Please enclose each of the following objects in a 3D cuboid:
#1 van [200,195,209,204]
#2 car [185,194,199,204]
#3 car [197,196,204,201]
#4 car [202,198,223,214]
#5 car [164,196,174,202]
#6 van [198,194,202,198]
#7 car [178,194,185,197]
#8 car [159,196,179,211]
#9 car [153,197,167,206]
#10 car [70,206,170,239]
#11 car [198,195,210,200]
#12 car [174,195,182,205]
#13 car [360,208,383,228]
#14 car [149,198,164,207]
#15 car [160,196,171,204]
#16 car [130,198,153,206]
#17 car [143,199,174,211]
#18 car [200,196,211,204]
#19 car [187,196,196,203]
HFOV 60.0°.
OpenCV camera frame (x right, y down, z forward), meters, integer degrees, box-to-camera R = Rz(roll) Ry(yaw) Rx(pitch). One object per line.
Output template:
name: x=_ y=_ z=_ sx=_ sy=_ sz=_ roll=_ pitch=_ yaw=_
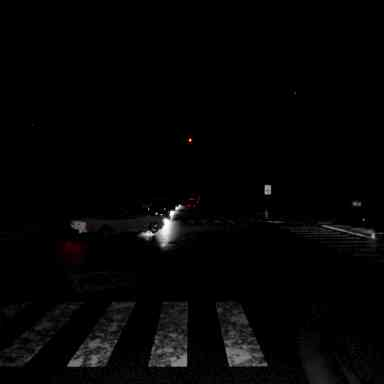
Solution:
van: x=2.498 y=1.449 z=69.152 sx=1.690 sy=1.788 sz=3.998 roll=0 pitch=0 yaw=0
car: x=-0.051 y=1.585 z=63.859 sx=2.128 sy=1.511 sz=4.902 roll=0 pitch=0 yaw=0
car: x=2.152 y=1.693 z=90.056 sx=1.812 sy=1.442 sz=4.674 roll=0 pitch=0 yaw=0
car: x=2.399 y=1.604 z=36.087 sx=1.947 sy=1.339 sz=4.313 roll=0 pitch=0 yaw=0
car: x=-5.493 y=1.690 z=80.197 sx=2.008 sy=1.369 sz=4.403 roll=0 pitch=0 yaw=0
van: x=2.466 y=1.421 z=58.130 sx=1.690 sy=1.788 sz=3.998 roll=0 pitch=0 yaw=0
car: x=-2.962 y=1.581 z=62.009 sx=2.128 sy=1.511 sz=4.902 roll=0 pitch=0 yaw=1
car: x=-3.066 y=1.612 z=41.944 sx=1.994 sy=1.385 sz=4.181 roll=0 pitch=0 yaw=1
car: x=-5.559 y=1.631 z=58.154 sx=2.008 sy=1.369 sz=4.403 roll=0 pitch=0 yaw=0
car: x=-3.763 y=1.612 z=17.583 sx=4.718 sy=1.301 sz=1.895 roll=0 pitch=0 yaw=-42
car: x=2.449 y=1.634 z=52.620 sx=1.947 sy=1.339 sz=4.313 roll=0 pitch=0 yaw=0
car: x=-3.036 y=1.630 z=51.929 sx=1.994 sy=1.385 sz=4.181 roll=0 pitch=0 yaw=0
car: x=13.058 y=1.456 z=20.587 sx=4.892 sy=1.490 sz=1.837 roll=0 pitch=0 yaw=0
car: x=-5.576 y=1.650 z=52.643 sx=1.802 sy=1.307 sz=4.206 roll=0 pitch=0 yaw=0
car: x=-5.526 y=1.548 z=69.176 sx=1.967 sy=1.590 sz=4.097 roll=0 pitch=0 yaw=0
car: x=-5.625 y=1.478 z=36.112 sx=1.967 sy=1.590 sz=4.097 roll=0 pitch=0 yaw=0
car: x=-3.119 y=1.633 z=31.989 sx=1.895 sy=1.301 sz=4.718 roll=0 pitch=0 yaw=1
car: x=2.433 y=1.639 z=47.109 sx=1.802 sy=1.307 sz=4.206 roll=0 pitch=0 yaw=0
car: x=-0.116 y=1.675 z=74.015 sx=1.994 sy=1.385 sz=4.181 roll=0 pitch=0 yaw=0
